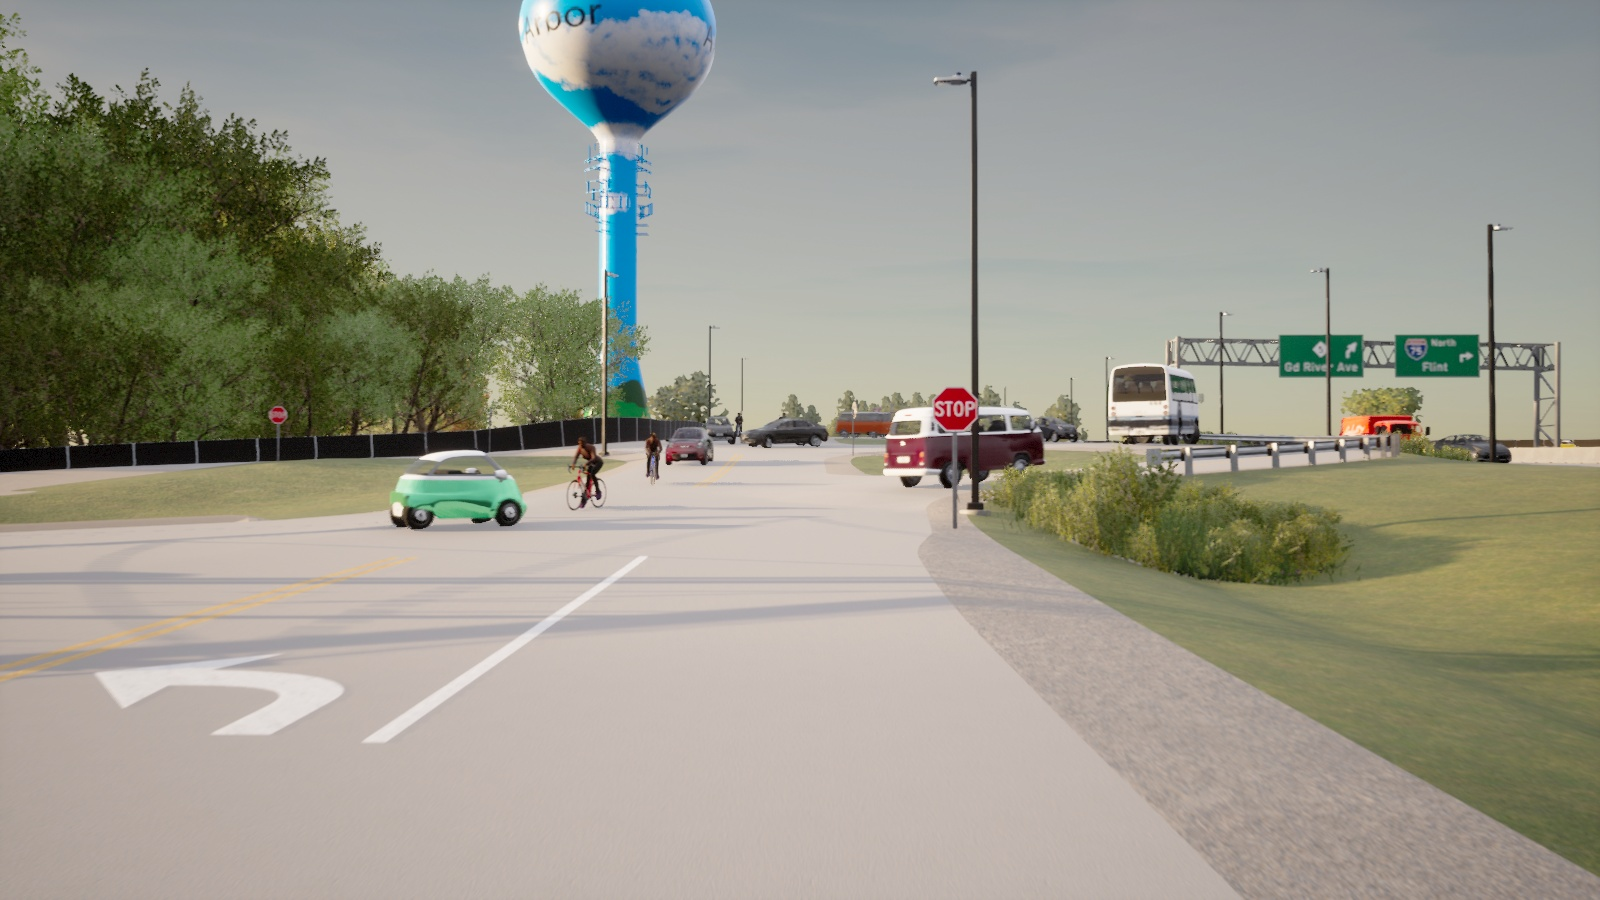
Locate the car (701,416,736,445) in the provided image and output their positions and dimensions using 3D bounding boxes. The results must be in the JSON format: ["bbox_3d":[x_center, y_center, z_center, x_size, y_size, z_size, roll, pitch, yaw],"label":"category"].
[{"bbox_3d":[-4.643,-1.121,71.342,1.789,1.549,3.705,0,2,-6],"label":"car"}]

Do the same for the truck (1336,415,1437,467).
[{"bbox_3d":[28.899,-0.431,62.092,2.627,2.467,5.204,0,0,1],"label":"truck"}]

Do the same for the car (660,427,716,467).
[{"bbox_3d":[-4.530,-0.154,51.407,1.845,1.501,3.633,0,3,2],"label":"car"}]

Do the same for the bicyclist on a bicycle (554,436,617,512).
[{"bbox_3d":[-4.719,0.511,27.722,0.582,1.620,1.656,0,1,23],"label":"bicyclist on a bicycle"}]

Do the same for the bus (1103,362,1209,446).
[{"bbox_3d":[20.035,-2.422,70.108,3.944,4.253,10.273,-1,0,26],"label":"bus"}]

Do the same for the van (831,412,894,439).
[{"bbox_3d":[4.715,-1.872,94.458,4.442,1.987,1.775,1,1,34],"label":"van"}]

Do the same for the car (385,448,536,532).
[{"bbox_3d":[-6.057,0.673,22.436,2.207,1.376,1.481,-1,1,-37],"label":"car"}]

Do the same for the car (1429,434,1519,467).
[{"bbox_3d":[32.369,0.013,60.459,2.007,1.525,4.514,0,0,1],"label":"car"}]

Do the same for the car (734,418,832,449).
[{"bbox_3d":[-0.885,-0.886,66.271,4.892,1.490,1.837,-2,2,-30],"label":"car"}]

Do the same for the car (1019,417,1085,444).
[{"bbox_3d":[14.887,-1.161,74.402,1.845,1.501,3.633,0,1,-30],"label":"car"}]

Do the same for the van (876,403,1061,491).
[{"bbox_3d":[4.405,-0.108,32.498,4.480,2.038,2.069,-3,1,-36],"label":"van"}]
